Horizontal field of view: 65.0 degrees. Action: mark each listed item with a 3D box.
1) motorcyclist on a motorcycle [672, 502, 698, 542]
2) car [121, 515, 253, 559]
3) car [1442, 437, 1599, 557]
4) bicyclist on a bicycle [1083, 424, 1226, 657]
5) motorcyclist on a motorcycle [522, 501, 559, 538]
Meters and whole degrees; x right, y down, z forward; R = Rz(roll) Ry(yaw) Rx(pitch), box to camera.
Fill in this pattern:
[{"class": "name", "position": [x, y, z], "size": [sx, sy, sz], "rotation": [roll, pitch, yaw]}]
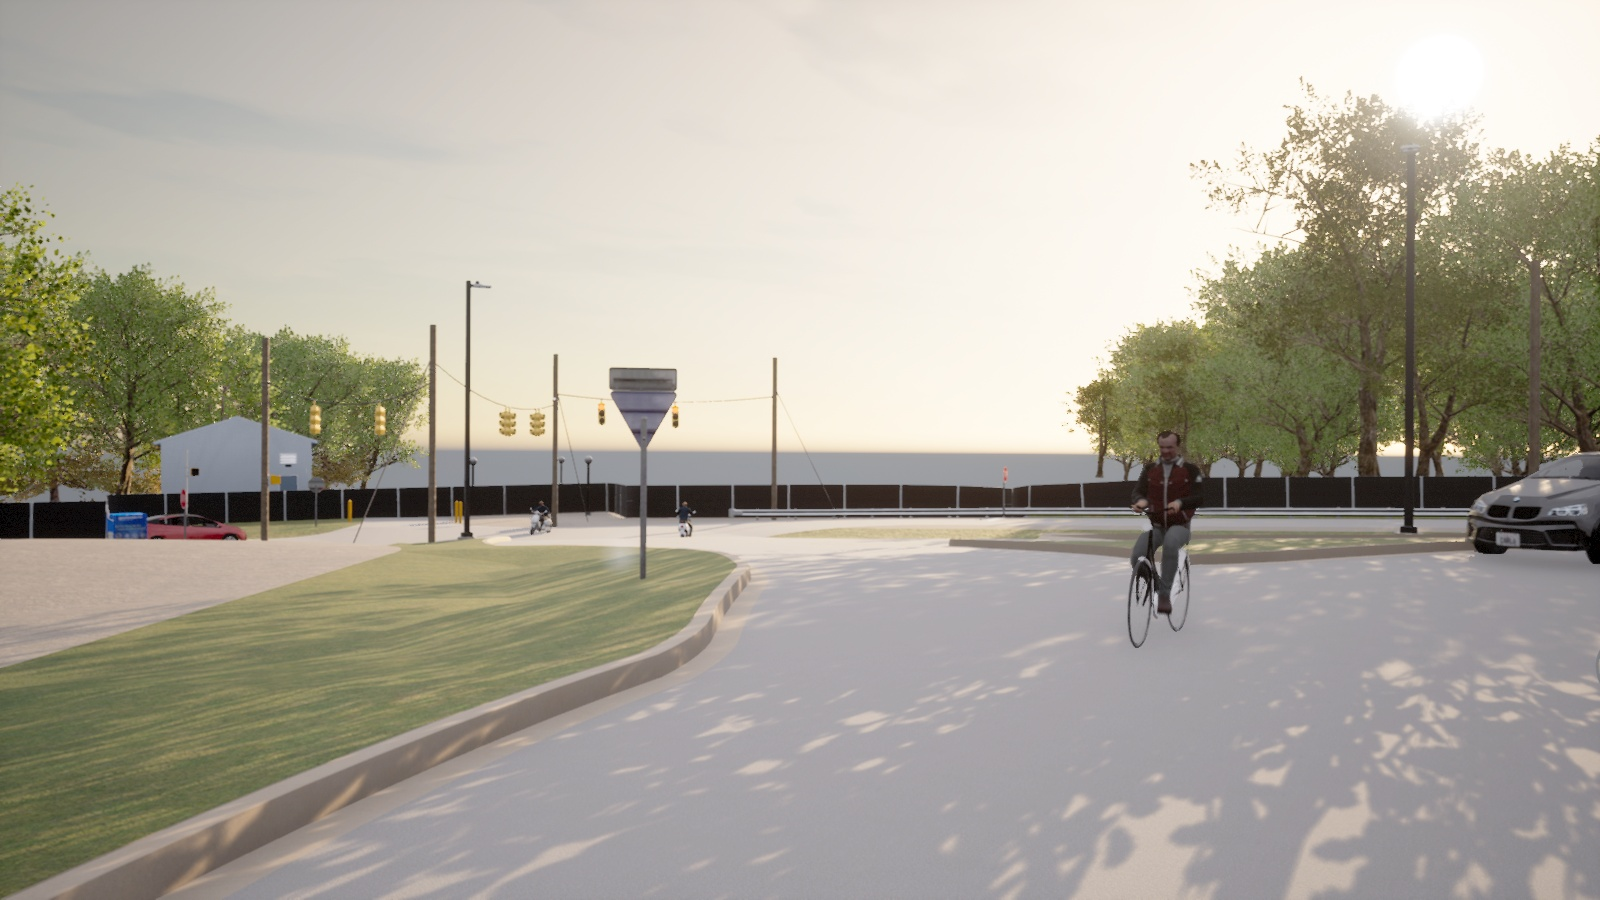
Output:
[{"class": "motorcyclist on a motorcycle", "position": [-4.796, 2.994, 52.617], "size": [0.866, 1.590, 1.817], "rotation": [0, -1, 2]}, {"class": "car", "position": [-25.345, 3.556, 51.999], "size": [4.514, 1.525, 2.007], "rotation": [1, -1, -43]}, {"class": "car", "position": [12.609, 0.653, 19.426], "size": [4.611, 1.667, 2.242], "rotation": [0, 0, -21]}, {"class": "bicyclist on a bicycle", "position": [3.006, 0.692, 10.520], "size": [0.659, 1.776, 1.843], "rotation": [1, 0, 32]}, {"class": "motorcyclist on a motorcycle", "position": [-12.357, 3.312, 59.835], "size": [0.866, 1.590, 1.817], "rotation": [2, 2, 21]}]
